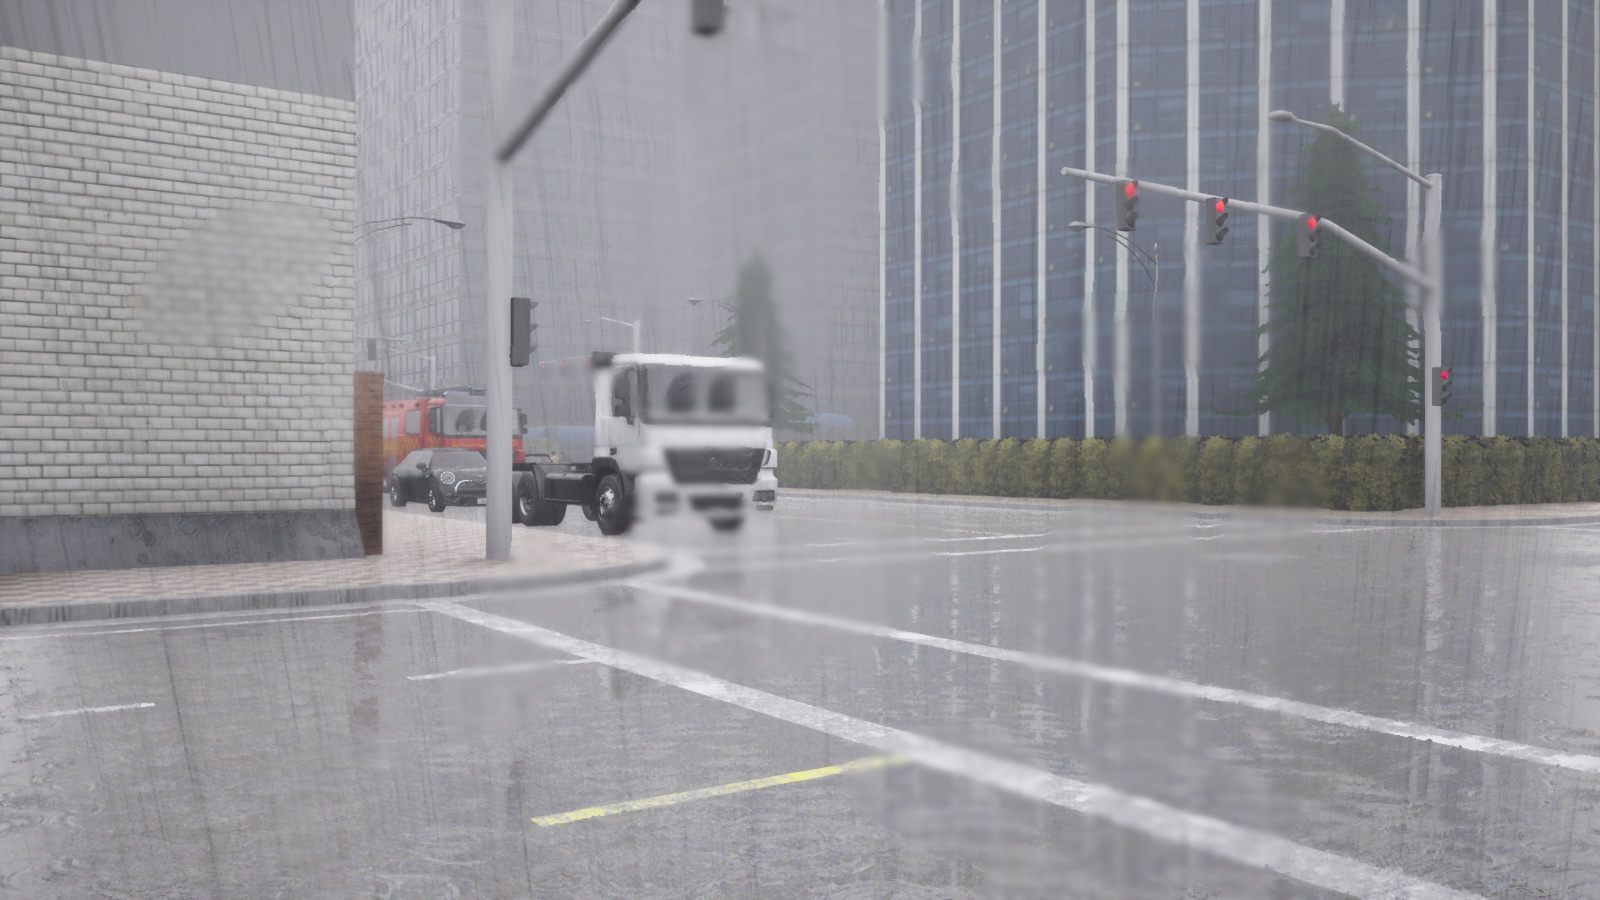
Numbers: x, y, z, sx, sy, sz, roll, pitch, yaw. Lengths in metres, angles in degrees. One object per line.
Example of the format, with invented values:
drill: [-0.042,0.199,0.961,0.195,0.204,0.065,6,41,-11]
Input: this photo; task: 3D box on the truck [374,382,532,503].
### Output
truck: [-12.409,-0.230,44.266,2.891,3.827,8.468,0,0,-34]

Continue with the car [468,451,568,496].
car: [-10.881,0.871,48.227,2.033,1.649,4.856,0,0,-35]

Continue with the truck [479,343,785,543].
truck: [-3.750,-0.110,25.811,2.891,3.462,7.936,0,0,-35]

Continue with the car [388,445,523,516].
car: [-9.337,0.761,33.803,2.097,1.767,4.553,0,0,-35]
